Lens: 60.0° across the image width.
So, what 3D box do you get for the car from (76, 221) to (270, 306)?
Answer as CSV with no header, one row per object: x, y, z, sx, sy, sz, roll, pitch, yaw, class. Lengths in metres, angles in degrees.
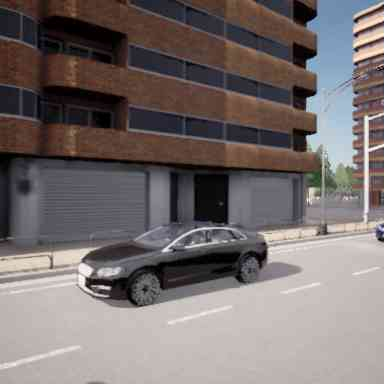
-0.225,1.511,8.126,4.902,1.511,2.128,0,0,-35,car

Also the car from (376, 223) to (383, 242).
10.617,1.601,15.790,4.674,1.442,1.812,0,0,-35,car
